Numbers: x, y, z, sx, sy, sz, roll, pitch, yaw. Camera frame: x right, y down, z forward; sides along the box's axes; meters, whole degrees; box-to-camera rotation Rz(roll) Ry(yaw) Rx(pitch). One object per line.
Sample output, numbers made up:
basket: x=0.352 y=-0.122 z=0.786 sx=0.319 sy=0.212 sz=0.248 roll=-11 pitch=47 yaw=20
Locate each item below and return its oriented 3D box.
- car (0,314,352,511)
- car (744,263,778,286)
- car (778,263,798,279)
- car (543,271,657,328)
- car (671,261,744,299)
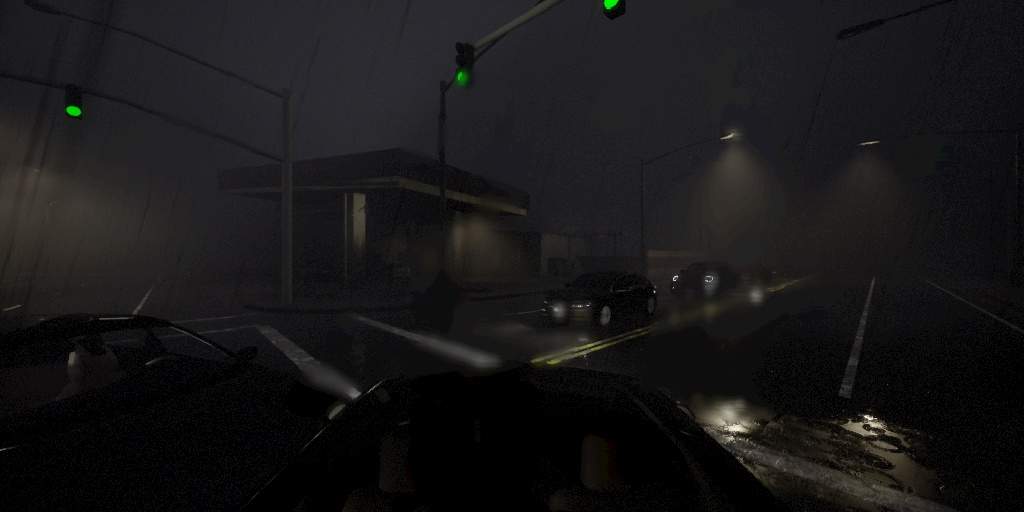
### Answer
car: x=-3.393 y=1.242 z=2.634 sx=4.902 sy=1.511 sz=2.128 roll=0 pitch=0 yaw=15
car: x=16.919 y=1.314 z=25.190 sx=1.994 sy=1.385 sz=4.181 roll=0 pitch=0 yaw=45
car: x=24.129 y=1.314 z=32.166 sx=4.181 sy=1.385 sz=1.994 roll=0 pitch=0 yaw=-44
car: x=3.006 y=1.255 z=11.584 sx=4.892 sy=1.490 sz=1.837 roll=0 pitch=0 yaw=-45
car: x=9.918 y=1.102 z=18.355 sx=4.553 sy=1.767 sz=2.097 roll=0 pitch=0 yaw=-44
